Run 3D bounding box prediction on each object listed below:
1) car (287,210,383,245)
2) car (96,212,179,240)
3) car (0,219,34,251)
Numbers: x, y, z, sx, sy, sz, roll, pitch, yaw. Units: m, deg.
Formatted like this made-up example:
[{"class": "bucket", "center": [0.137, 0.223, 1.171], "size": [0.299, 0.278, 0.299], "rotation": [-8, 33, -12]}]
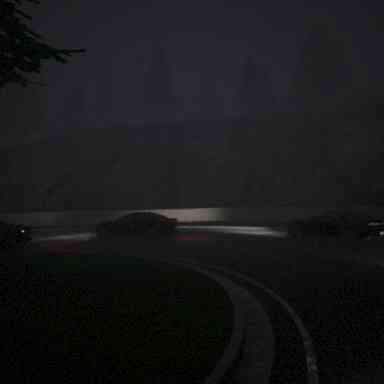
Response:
[{"class": "car", "center": [7.093, 1.690, 16.825], "size": [2.128, 1.511, 4.902], "rotation": [0, -2, -35]}, {"class": "car", "center": [-3.287, 1.930, 19.736], "size": [5.008, 1.535, 1.882], "rotation": [-1, -2, 16]}, {"class": "car", "center": [-10.103, 2.032, 15.768], "size": [4.674, 1.442, 1.812], "rotation": [-1, -2, -20]}]
